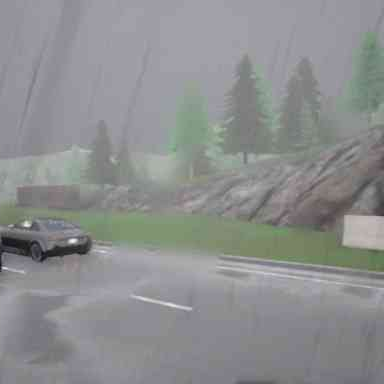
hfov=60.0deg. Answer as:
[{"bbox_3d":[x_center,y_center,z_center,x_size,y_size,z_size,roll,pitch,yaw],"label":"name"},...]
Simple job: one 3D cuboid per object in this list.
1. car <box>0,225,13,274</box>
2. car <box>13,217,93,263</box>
[{"bbox_3d":[-7.193,1.389,9.108,4.553,1.767,2.097,0,0,35],"label":"car"},{"bbox_3d":[-5.597,1.606,12.254,4.181,1.385,1.994,0,0,36],"label":"car"}]
